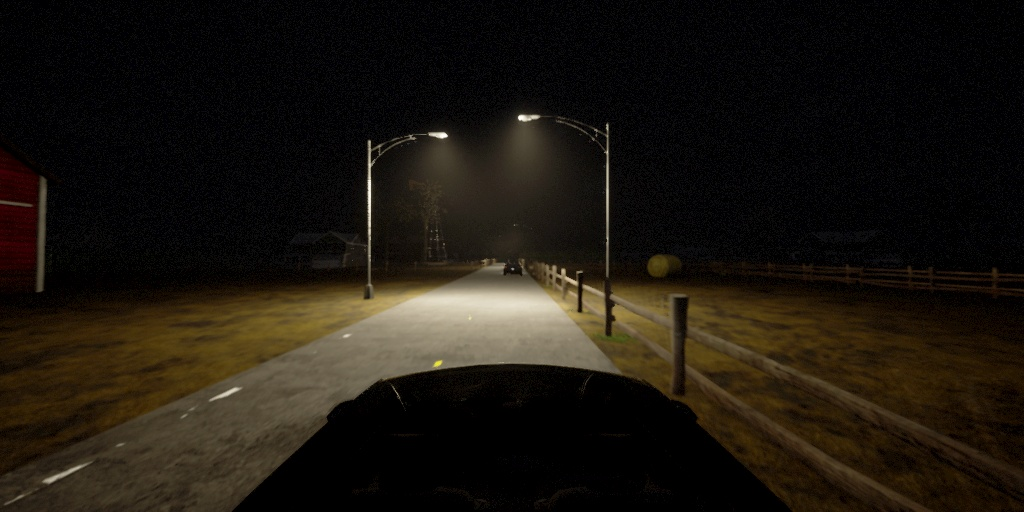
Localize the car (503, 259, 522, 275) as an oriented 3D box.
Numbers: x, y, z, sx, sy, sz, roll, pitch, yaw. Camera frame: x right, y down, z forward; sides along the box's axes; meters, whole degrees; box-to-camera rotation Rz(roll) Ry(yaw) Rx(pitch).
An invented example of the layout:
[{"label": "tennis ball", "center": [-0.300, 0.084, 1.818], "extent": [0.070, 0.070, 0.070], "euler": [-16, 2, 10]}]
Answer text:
[{"label": "car", "center": [0.087, 1.319, 38.882], "extent": [1.994, 1.385, 4.181], "euler": [0, 0, 0]}]
